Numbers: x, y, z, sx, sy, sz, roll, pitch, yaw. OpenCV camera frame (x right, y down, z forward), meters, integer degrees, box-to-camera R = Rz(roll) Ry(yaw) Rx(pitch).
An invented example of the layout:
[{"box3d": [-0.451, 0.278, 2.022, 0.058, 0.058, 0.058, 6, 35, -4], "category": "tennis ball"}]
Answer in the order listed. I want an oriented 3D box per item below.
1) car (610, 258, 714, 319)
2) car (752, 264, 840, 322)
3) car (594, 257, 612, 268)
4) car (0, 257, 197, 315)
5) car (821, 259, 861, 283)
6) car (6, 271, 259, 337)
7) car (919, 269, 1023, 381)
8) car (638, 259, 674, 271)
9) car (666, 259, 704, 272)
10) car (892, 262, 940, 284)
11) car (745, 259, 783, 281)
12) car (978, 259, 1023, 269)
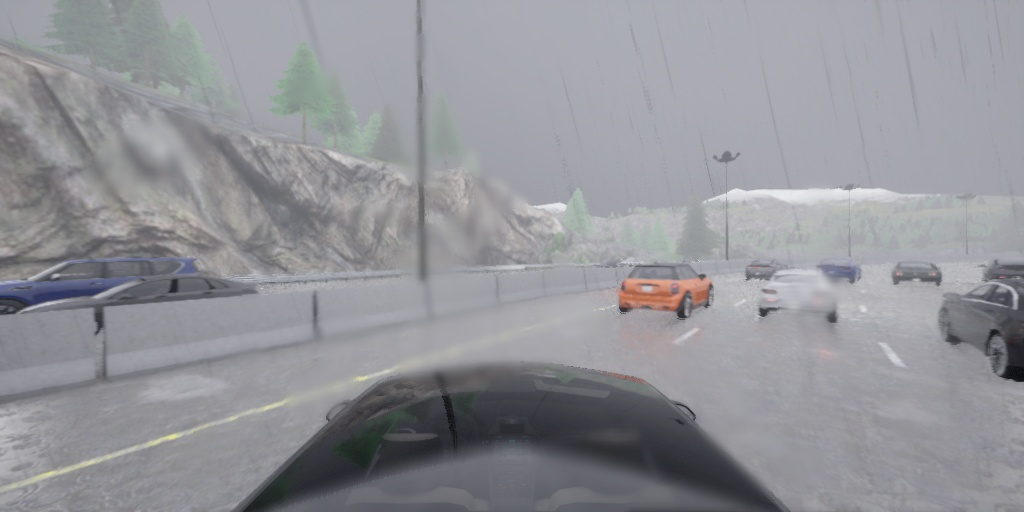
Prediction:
[{"box3d": [5.526, 1.005, 12.622, 2.097, 1.767, 4.553, 0, 0, 40], "category": "car"}, {"box3d": [9.342, 1.145, 11.669, 1.812, 1.442, 4.674, 0, 0, 42], "category": "car"}, {"box3d": [13.212, 0.938, 48.839, 4.902, 1.511, 2.128, -1, 0, -38], "category": "car"}, {"box3d": [-13.463, 1.067, 11.591, 2.150, 2.045, 5.566, -1, 0, 36], "category": "car"}, {"box3d": [22.092, 0.922, 24.229, 5.008, 1.535, 1.882, -1, 0, -41], "category": "car"}, {"box3d": [-10.093, 1.322, 10.222, 1.837, 1.490, 4.892, -1, 0, 37], "category": "car"}, {"box3d": [9.123, 1.135, 6.066, 2.128, 1.511, 4.902, 0, 0, 40], "category": "car"}, {"box3d": [17.474, 1.072, 43.285, 4.718, 1.301, 1.895, -1, 0, -38], "category": "car"}, {"box3d": [19.606, 1.014, 40.510, 4.718, 1.301, 1.895, -1, 0, -38], "category": "car"}, {"box3d": [24.480, 1.031, 21.696, 4.718, 1.301, 1.895, -1, 0, -41], "category": "car"}, {"box3d": [18.043, 0.972, 25.301, 4.902, 1.511, 2.128, -1, 0, -42], "category": "car"}, {"box3d": [28.609, 0.899, 20.581, 4.892, 1.490, 1.837, -1, 0, -40], "category": "car"}]
